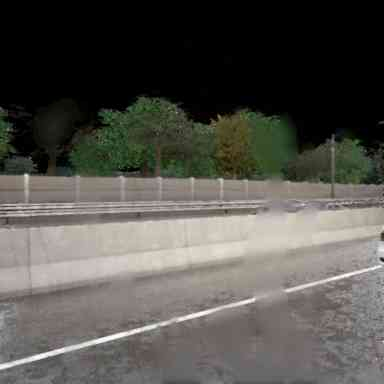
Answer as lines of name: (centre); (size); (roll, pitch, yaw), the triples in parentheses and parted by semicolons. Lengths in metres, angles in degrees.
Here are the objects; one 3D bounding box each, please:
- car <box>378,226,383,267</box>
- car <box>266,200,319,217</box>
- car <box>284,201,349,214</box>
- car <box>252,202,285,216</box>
car: (7.145, 1.225, 8.822); (5.566, 2.045, 2.150); (0, 0, -35)
car: (9.840, 1.555, 32.379); (5.357, 1.411, 2.033); (0, 0, -35)
car: (9.084, 1.497, 23.295); (4.902, 1.511, 2.128); (0, 0, -35)
car: (6.613, 1.569, 25.834); (4.181, 1.385, 1.994); (0, 0, -35)
